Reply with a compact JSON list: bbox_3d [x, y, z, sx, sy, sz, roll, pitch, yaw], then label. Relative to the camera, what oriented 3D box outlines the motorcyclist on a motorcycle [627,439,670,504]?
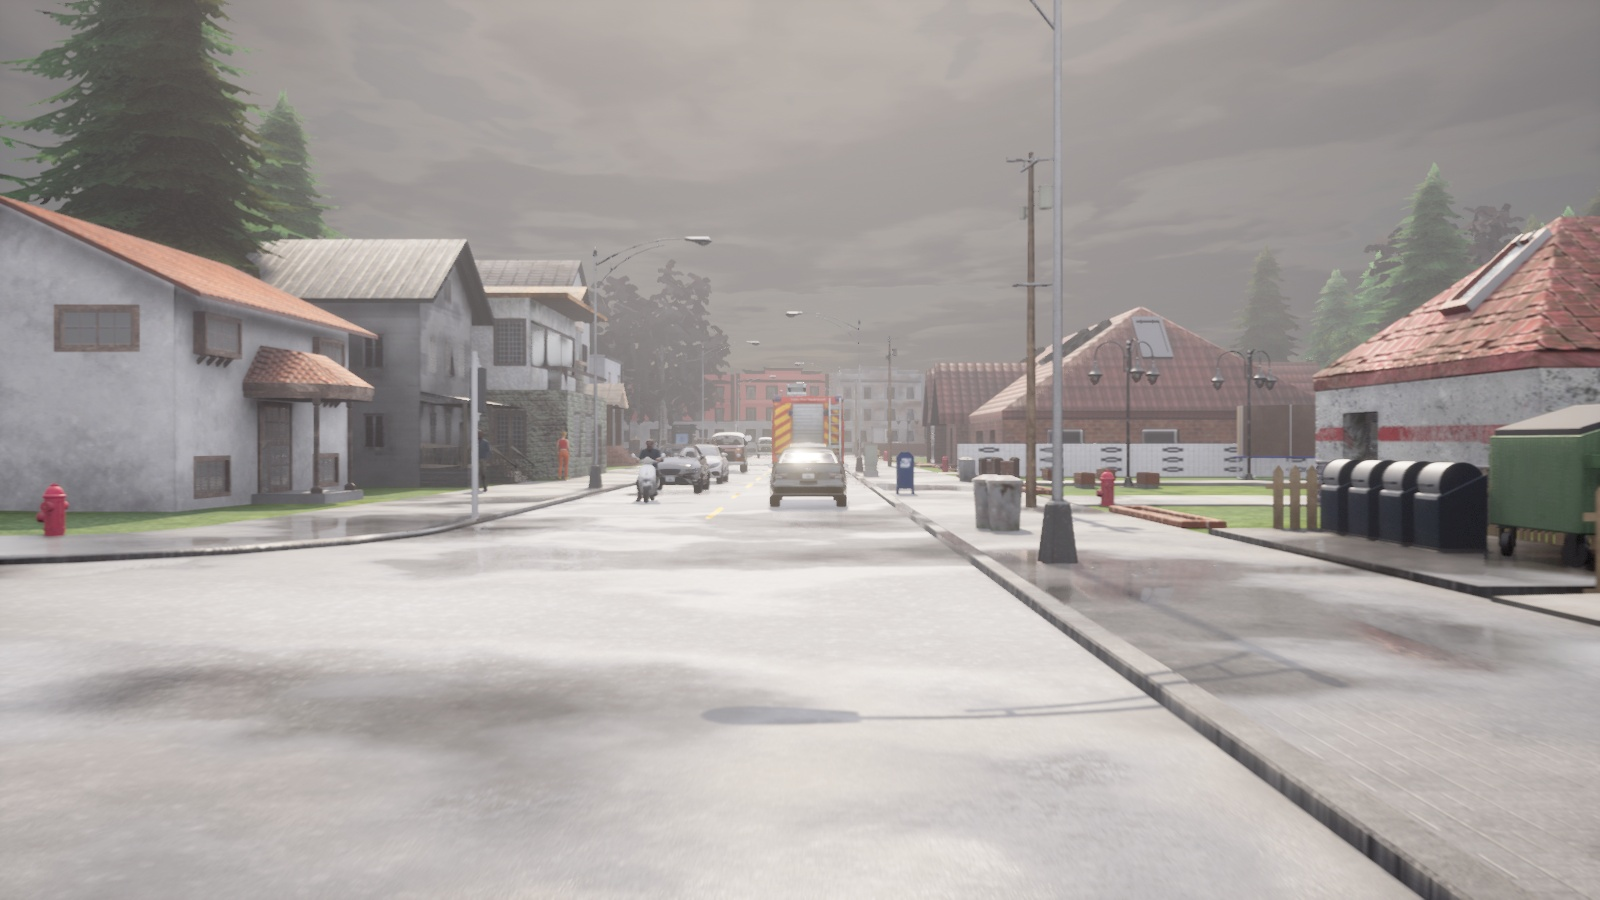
[{"bbox_3d":[-3.804,0.513,31.639,0.866,1.590,1.817,0,0,0],"label":"motorcyclist on a motorcycle"}]

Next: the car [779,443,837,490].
[{"bbox_3d":[0.264,0.508,41.935,1.837,1.490,4.892,0,0,0],"label":"car"}]

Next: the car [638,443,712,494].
[{"bbox_3d":[-3.757,0.535,38.350,1.816,1.474,4.193,0,0,0],"label":"car"}]

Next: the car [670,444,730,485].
[{"bbox_3d":[-3.707,0.496,47.102,1.812,1.442,4.674,0,0,1],"label":"car"}]

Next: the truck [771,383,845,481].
[{"bbox_3d":[0.331,-0.724,53.093,2.891,3.827,8.468,0,0,0],"label":"truck"}]

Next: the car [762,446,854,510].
[{"bbox_3d":[0.197,0.617,30.534,2.033,1.411,5.357,0,0,0],"label":"car"}]

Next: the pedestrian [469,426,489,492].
[{"bbox_3d":[-9.001,0.245,35.257,0.370,1.835,0.726,0,0,1],"label":"pedestrian"}]

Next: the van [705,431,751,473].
[{"bbox_3d":[-3.608,0.099,63.472,2.069,2.038,4.480,0,0,0],"label":"van"}]

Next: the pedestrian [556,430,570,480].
[{"bbox_3d":[-8.835,0.178,46.818,0.345,1.836,0.594,0,0,7],"label":"pedestrian"}]
